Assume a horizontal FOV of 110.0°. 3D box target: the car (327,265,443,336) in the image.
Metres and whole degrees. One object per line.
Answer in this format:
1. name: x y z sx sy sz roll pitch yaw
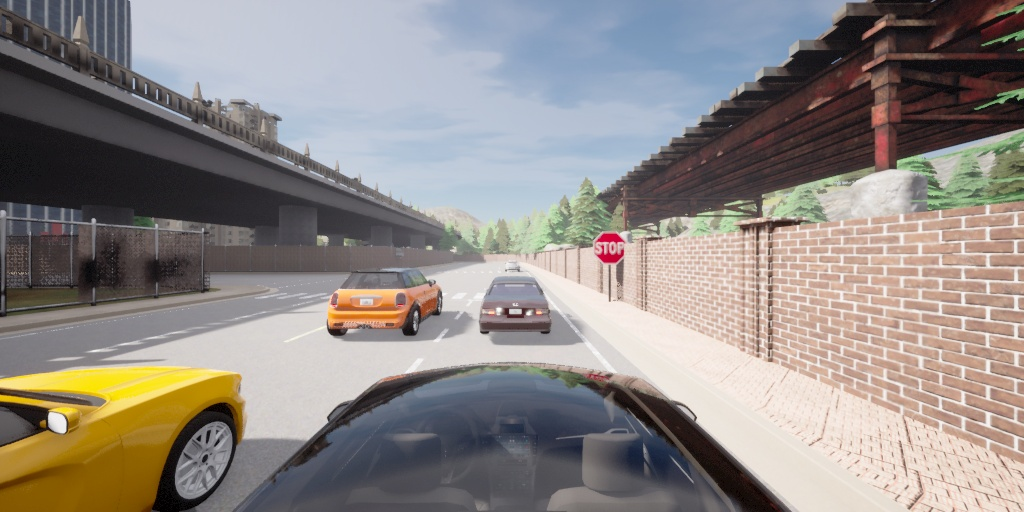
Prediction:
1. car: -3.426 1.102 10.557 2.097 1.767 4.553 0 0 0

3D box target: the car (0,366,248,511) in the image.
1. car: -3.398 1.228 1.300 1.882 1.535 5.008 0 0 0

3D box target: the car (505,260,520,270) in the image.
1. car: 0.054 1.276 46.331 1.812 1.442 4.674 0 0 -1

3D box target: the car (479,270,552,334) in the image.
1. car: 0.075 1.297 10.581 2.033 1.411 5.357 0 0 0
